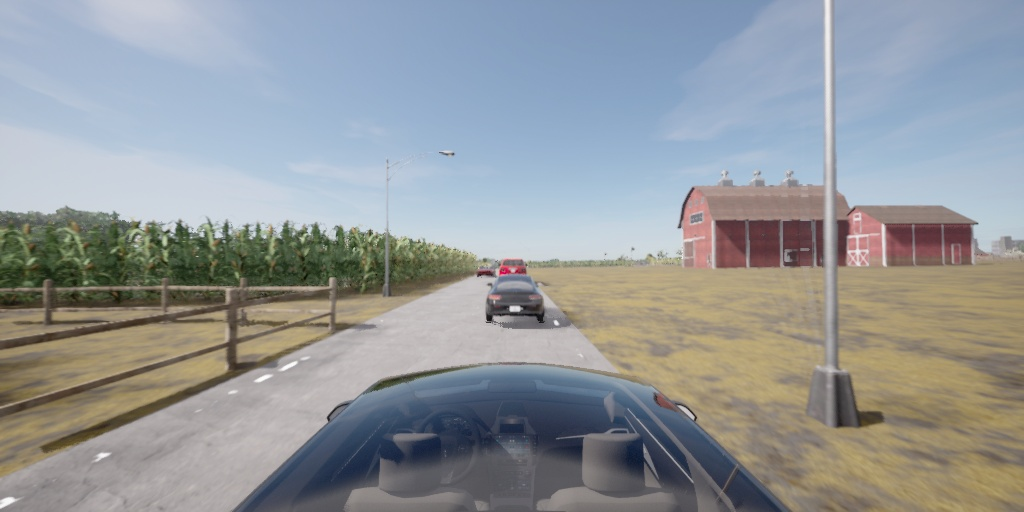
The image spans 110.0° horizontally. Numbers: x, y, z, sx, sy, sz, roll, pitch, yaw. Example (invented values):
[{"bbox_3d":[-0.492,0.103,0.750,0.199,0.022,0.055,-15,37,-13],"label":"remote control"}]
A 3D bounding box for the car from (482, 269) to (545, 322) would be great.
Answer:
[{"bbox_3d":[0.090,1.363,12.532,1.812,1.442,4.674,0,0,0],"label":"car"}]

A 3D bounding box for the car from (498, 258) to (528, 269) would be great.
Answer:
[{"bbox_3d":[0.088,1.205,29.068,2.150,2.045,5.566,0,0,0],"label":"car"}]

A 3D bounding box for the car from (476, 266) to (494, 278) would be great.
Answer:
[{"bbox_3d":[-2.847,1.720,39.627,1.895,1.301,4.718,0,-1,0],"label":"car"}]
